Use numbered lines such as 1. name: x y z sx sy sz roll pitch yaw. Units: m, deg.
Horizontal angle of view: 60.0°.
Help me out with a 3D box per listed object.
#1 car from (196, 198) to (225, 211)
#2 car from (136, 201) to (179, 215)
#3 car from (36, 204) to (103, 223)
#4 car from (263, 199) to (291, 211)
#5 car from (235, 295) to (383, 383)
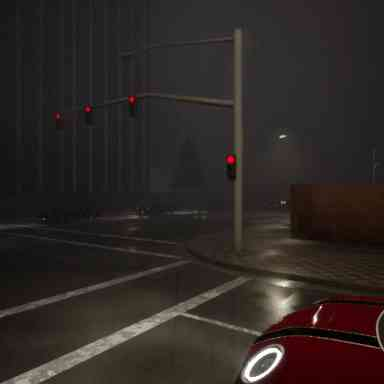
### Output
1. car: 2.372 1.491 41.763 2.128 1.511 4.902 0 0 36
2. car: -3.469 1.600 33.551 1.895 1.301 4.718 0 0 35
3. car: -9.247 1.600 25.393 1.895 1.301 4.718 0 0 35
4. car: 10.560 1.547 40.916 2.033 1.411 5.357 0 0 35
5. car: 2.530 1.352 2.154 4.553 1.767 2.097 0 0 36
